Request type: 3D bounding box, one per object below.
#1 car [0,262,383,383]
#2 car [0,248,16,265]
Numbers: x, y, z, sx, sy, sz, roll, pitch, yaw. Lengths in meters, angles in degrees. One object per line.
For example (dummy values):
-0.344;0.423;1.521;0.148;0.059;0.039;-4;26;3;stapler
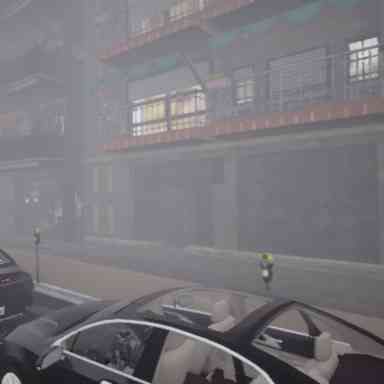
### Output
-0.083;1.556;2.946;4.403;1.369;2.008;0;-1;36;car
-4.696;1.573;6.244;4.403;1.369;2.008;0;-1;36;car
